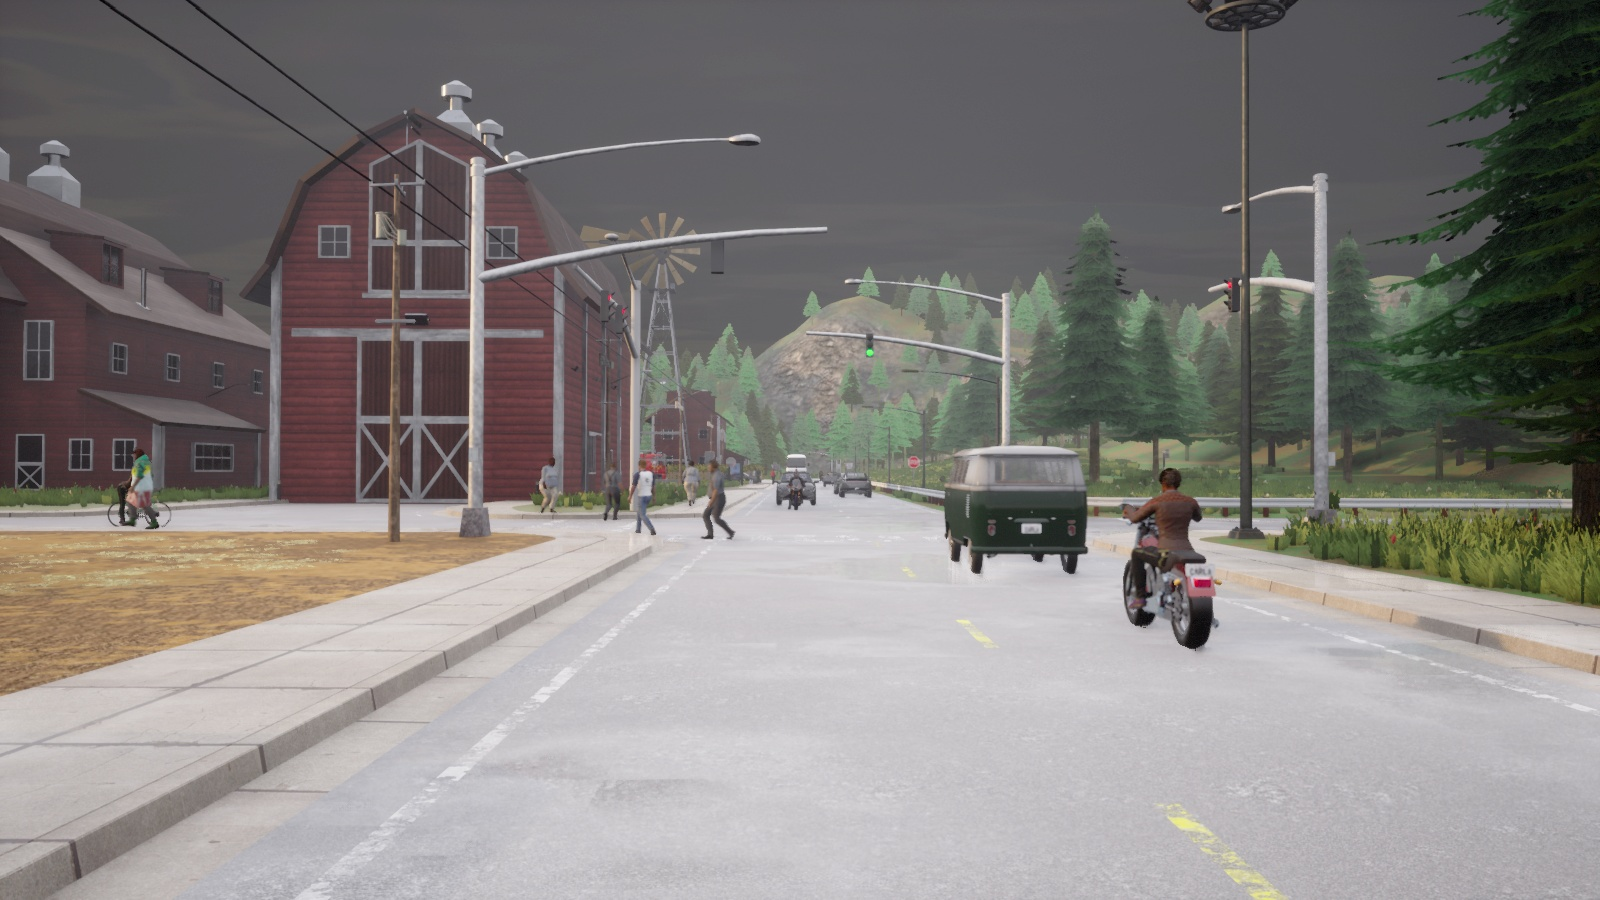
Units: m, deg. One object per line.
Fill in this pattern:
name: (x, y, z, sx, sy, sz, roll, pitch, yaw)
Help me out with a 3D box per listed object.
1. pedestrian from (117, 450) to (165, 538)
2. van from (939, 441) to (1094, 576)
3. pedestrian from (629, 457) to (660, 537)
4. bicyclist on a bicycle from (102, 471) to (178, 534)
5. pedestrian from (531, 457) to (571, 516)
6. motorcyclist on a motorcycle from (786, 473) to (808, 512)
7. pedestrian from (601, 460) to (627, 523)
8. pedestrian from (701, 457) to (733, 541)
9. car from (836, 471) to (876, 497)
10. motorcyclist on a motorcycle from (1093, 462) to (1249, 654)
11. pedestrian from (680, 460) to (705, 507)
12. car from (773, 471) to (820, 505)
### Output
pedestrian: (-14.969, 0.988, 28.550, 0.873, 1.952, 0.659, 0, -1, -19)
van: (3.442, 0.903, 20.775, 1.775, 1.987, 4.442, 0, -1, 0)
pedestrian: (-3.604, 1.087, 29.128, 0.354, 1.836, 0.706, 1, -1, -43)
bicyclist on a bicycle: (-17.055, 1.345, 32.458, 1.656, 1.620, 0.582, 0, 0, -1)
pedestrian: (-7.870, 1.142, 39.634, 0.900, 1.855, 0.874, -1, -1, 40)
motorcyclist on a motorcycle: (-0.138, 1.700, 50.747, 0.866, 1.530, 2.191, 0, -1, 0)
pedestrian: (-5.537, 1.238, 37.370, 0.540, 1.848, 0.694, 0, -1, 13)
pedestrian: (-1.832, 1.076, 27.738, 0.694, 1.848, 0.540, 0, -1, -4)
car: (3.296, 2.016, 75.126, 2.128, 1.511, 4.902, 0, -1, 0)
motorcyclist on a motorcycle: (3.467, 0.952, 11.981, 0.766, 1.649, 2.350, 0, -1, 0)
pedestrian: (-4.285, 1.325, 50.041, 0.874, 1.855, 0.900, 0, -1, 3)
car: (-0.161, 1.759, 58.942, 2.128, 1.511, 4.902, 0, -1, 0)
